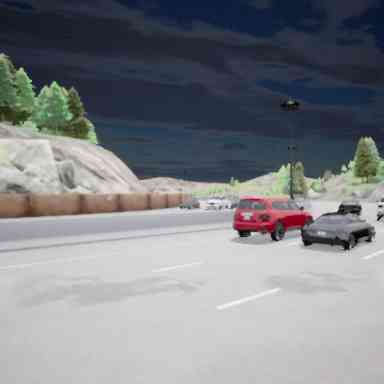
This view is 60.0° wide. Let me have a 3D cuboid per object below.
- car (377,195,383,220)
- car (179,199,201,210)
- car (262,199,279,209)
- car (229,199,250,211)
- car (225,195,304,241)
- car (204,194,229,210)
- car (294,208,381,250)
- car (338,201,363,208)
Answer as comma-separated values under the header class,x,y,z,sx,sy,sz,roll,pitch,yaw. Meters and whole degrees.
class,x,y,z,sx,sy,sz,roll,pitch,yaw
car,17.103,1.287,28.326,2.150,2.045,5.566,-1,-1,32
car,-0.239,1.838,48.049,1.837,1.490,4.892,0,0,24
car,12.019,1.806,50.637,2.033,1.411,5.357,-1,0,18
car,6.718,1.775,46.579,1.837,1.490,4.892,0,0,23
car,4.390,1.308,17.473,2.150,2.045,5.566,-1,-1,43
car,3.776,1.526,48.457,2.150,2.045,5.566,0,0,22
car,6.553,1.618,14.748,1.994,1.385,4.181,-1,-1,43
car,15.623,1.586,32.775,1.882,1.535,5.008,-1,0,30
